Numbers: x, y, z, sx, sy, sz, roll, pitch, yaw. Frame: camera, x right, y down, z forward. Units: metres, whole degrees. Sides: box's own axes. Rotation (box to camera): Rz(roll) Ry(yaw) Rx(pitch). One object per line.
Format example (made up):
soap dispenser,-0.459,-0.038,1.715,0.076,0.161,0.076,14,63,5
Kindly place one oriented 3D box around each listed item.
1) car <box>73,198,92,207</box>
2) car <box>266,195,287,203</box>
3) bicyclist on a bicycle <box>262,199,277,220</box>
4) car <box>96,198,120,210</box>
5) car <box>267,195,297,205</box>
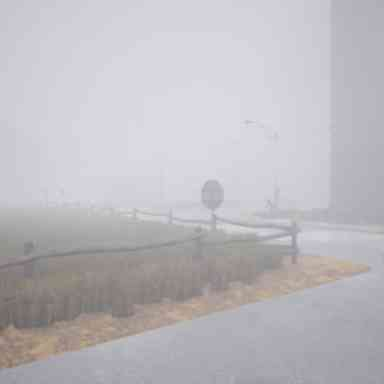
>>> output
car,-16.985,1.596,51.785,1.812,1.442,4.674,0,0,-36
car,19.010,1.569,75.018,1.932,1.855,4.605,0,0,-36
bicyclist on a bicycle,6.130,1.389,26.269,1.656,1.620,0.582,0,0,-36
car,-11.076,1.548,43.676,1.882,1.535,5.008,0,0,-35
car,15.513,1.678,56.047,2.242,1.667,4.611,0,0,-36
